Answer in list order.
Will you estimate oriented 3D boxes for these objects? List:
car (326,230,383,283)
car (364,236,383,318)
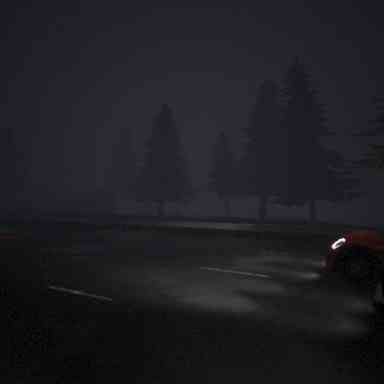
[{"bbox_3d":[5.753,1.319,8.134,4.553,1.767,2.097,0,0,35],"label":"car"},{"bbox_3d":[5.127,1.571,4.441,4.718,1.301,1.895,0,0,36],"label":"car"}]
